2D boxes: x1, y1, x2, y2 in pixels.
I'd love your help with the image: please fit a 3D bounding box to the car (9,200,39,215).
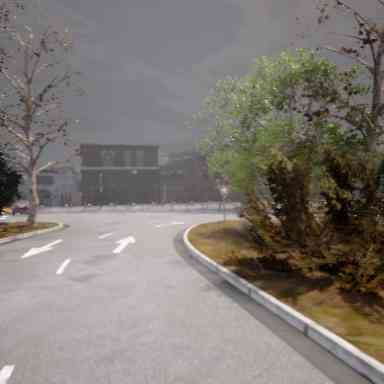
[{"bbox_3d":[-20.030,1.760,40.280,2.185,1.767,4.553,-2,0,-13],"label":"car"}]
